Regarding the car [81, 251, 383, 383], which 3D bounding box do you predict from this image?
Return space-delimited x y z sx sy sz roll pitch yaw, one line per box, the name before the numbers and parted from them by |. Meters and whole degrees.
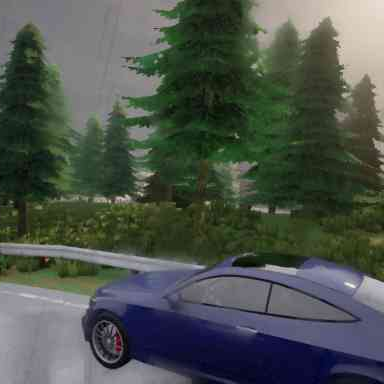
car | 0.734 1.499 4.111 4.674 1.442 1.812 1 1 31
